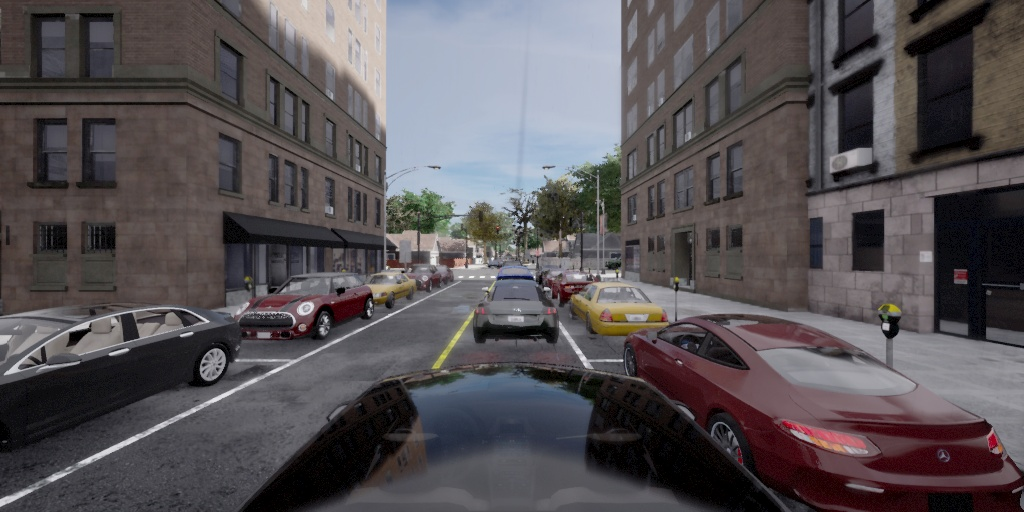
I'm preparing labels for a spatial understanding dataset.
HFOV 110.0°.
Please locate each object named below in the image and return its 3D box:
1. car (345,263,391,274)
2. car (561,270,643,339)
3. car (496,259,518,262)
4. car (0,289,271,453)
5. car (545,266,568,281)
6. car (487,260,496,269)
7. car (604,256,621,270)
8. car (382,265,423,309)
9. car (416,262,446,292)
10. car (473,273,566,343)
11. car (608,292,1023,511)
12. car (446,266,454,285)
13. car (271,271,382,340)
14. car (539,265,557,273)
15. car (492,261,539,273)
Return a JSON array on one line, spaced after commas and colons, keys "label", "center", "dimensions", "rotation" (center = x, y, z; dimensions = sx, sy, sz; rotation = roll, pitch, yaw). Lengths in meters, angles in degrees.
[{"label": "car", "center": [-17.091, 1.467, 42.640], "dimensions": [4.718, 1.301, 1.895], "rotation": [0, 0, -2]}, {"label": "car", "center": [2.656, 1.278, 9.914], "dimensions": [1.751, 1.417, 4.829], "rotation": [0, 0, 0]}, {"label": "car", "center": [0.069, 1.114, 27.878], "dimensions": [2.097, 1.767, 4.553], "rotation": [0, 0, 0]}, {"label": "car", "center": [-5.384, 1.301, 4.243], "dimensions": [2.007, 1.370, 4.403], "rotation": [0, 0, 0]}, {"label": "car", "center": [2.671, 1.300, 15.262], "dimensions": [1.888, 1.381, 4.507], "rotation": [0, 0, 0]}, {"label": "car", "center": [-2.940, 1.344, 58.149], "dimensions": [2.033, 1.411, 5.357], "rotation": [0, 0, 0]}, {"label": "car", "center": [15.607, 0.895, 49.239], "dimensions": [5.566, 2.045, 2.150], "rotation": [0, 0, 0]}, {"label": "car", "center": [-5.355, 1.280, 15.111], "dimensions": [1.751, 1.417, 4.829], "rotation": [0, 0, 0]}, {"label": "car", "center": [-5.340, 1.198, 20.800], "dimensions": [1.967, 1.591, 4.097], "rotation": [0, 0, 0]}, {"label": "car", "center": [0.110, 1.316, 9.660], "dimensions": [1.994, 1.385, 4.181], "rotation": [0, 0, 1]}, {"label": "car", "center": [2.641, 1.332, 4.225], "dimensions": [1.802, 1.307, 4.207], "rotation": [0, 0, 0]}, {"label": "car", "center": [-5.325, 1.343, 26.319], "dimensions": [1.802, 1.307, 4.207], "rotation": [0, 0, 0]}, {"label": "car", "center": [-5.369, 1.192, 9.762], "dimensions": [1.967, 1.591, 4.097], "rotation": [0, 0, 0]}, {"label": "car", "center": [2.685, 1.340, 20.780], "dimensions": [1.802, 1.307, 4.207], "rotation": [0, 0, 0]}, {"label": "car", "center": [0.122, 1.235, 18.653], "dimensions": [1.882, 1.535, 5.008], "rotation": [0, 0, -1]}]
